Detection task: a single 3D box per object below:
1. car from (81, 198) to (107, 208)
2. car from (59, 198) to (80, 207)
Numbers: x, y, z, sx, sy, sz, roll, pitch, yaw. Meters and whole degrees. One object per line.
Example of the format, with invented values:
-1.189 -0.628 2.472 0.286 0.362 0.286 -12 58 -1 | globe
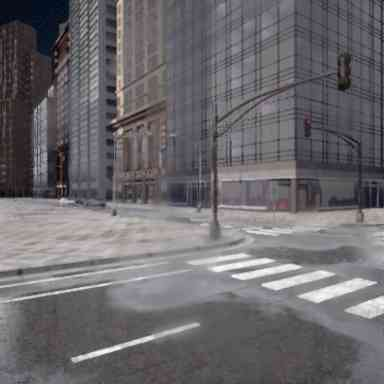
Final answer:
-14.806 1.624 51.055 2.033 1.411 5.357 0 0 -35 | car
-19.929 1.619 53.052 1.812 1.442 4.674 0 0 -35 | car
